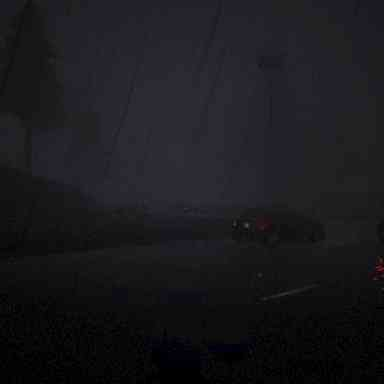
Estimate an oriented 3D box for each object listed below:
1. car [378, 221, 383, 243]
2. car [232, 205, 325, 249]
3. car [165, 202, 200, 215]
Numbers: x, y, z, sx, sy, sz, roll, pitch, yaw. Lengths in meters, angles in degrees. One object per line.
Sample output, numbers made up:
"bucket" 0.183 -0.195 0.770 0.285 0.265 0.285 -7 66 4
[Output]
"car" 10.578 1.660 15.596 4.892 1.490 1.837 1 0 -35
"car" 4.036 1.459 15.236 4.553 1.767 2.097 1 0 -35
"car" -1.103 1.779 36.157 1.895 1.301 4.718 1 0 -32
